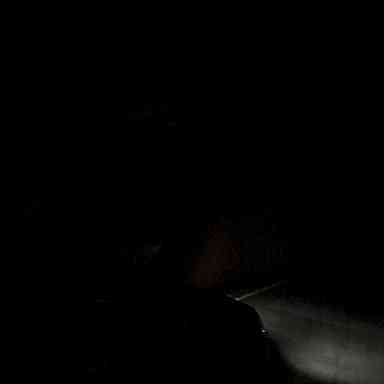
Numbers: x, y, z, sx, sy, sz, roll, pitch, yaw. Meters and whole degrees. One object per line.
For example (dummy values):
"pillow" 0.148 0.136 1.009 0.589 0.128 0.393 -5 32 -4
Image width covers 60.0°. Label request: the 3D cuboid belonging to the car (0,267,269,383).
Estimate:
"car" -1.300 1.526 3.147 4.892 1.490 1.837 0 0 -38
